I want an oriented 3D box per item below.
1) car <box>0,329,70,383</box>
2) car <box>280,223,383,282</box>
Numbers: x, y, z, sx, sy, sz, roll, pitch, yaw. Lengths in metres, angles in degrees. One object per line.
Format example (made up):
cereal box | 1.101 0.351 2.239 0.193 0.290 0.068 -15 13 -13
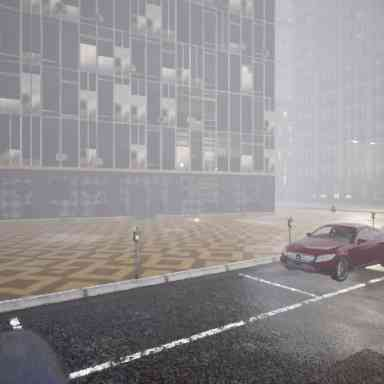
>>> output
car | -3.119 1.547 1.151 5.357 1.411 2.033 0 0 -36
car | 4.404 1.579 9.712 4.206 1.307 1.802 0 0 -36
